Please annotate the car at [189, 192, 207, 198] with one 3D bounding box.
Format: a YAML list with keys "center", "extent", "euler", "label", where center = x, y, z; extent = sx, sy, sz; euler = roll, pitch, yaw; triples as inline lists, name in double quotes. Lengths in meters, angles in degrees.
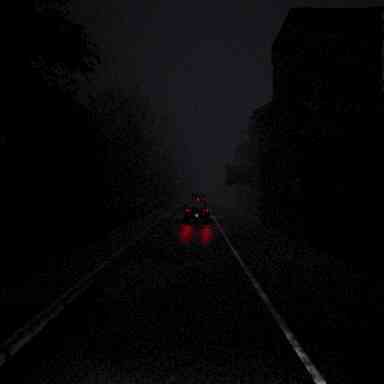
- center: [0.800, 1.016, 42.954]
  extent: [2.150, 2.045, 5.566]
  euler: [0, 0, 1]
  label: "car"

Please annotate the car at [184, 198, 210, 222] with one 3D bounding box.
- center: [0.370, 1.408, 25.125]
  extent: [1.812, 1.442, 4.674]
  euler: [0, 0, 1]
  label: "car"
